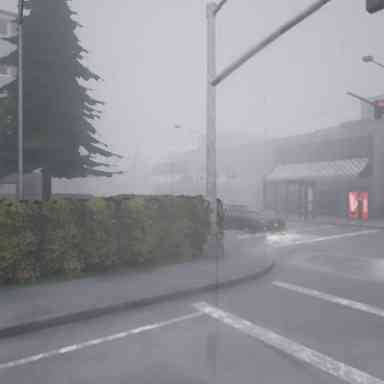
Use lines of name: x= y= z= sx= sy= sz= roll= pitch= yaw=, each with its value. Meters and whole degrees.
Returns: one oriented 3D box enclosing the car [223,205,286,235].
car: x=2.855 y=1.372 z=17.526 sx=1.994 sy=1.385 sz=4.181 roll=0 pitch=1 yaw=-35
